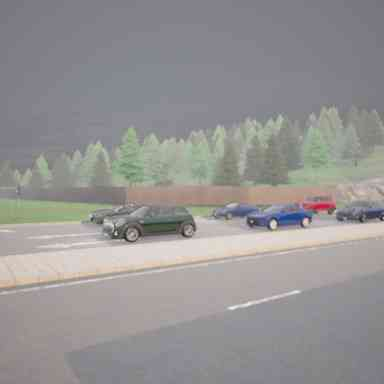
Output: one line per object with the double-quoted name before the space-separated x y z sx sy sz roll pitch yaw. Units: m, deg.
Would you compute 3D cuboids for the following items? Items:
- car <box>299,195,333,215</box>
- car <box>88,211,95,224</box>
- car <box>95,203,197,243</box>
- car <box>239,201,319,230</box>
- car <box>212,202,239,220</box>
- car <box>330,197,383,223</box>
"car" 12.756 1.350 34.769 5.566 2.045 2.150 0 0 -33
"car" -4.670 1.529 23.107 4.902 1.511 2.128 0 0 -34
"car" -2.059 1.383 16.438 4.553 1.767 2.097 0 0 -34
"car" 5.709 1.549 21.641 5.008 1.535 1.882 0 0 -34
"car" 3.889 1.608 28.842 4.674 1.442 1.812 0 0 -34
"car" 13.731 1.466 27.005 4.553 1.767 2.097 0 0 -34
